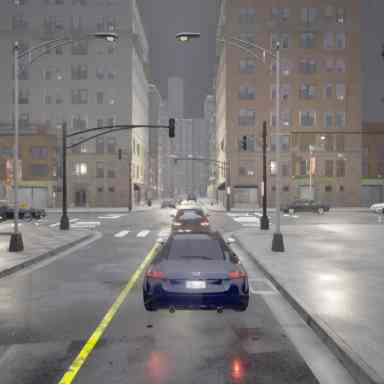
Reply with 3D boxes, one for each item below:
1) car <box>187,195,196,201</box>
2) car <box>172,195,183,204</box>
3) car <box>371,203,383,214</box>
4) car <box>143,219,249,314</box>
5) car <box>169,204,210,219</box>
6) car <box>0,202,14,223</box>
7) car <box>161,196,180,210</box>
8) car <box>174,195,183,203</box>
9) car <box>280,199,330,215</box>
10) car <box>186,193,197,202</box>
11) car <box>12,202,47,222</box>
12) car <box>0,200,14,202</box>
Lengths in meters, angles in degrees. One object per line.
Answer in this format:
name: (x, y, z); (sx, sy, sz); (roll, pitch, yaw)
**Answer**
car: (-0.103, 1.584, 86.624); (2.128, 1.511, 4.902); (0, 0, 0)
car: (-3.098, 1.384, 59.414); (2.097, 1.767, 4.553); (0, 0, 0)
car: (20.423, 1.438, 33.289); (4.674, 1.442, 1.812); (0, 0, -1)
car: (0.084, 1.564, 7.725); (1.994, 1.385, 4.181); (0, 0, 0)
car: (-0.085, 1.525, 16.469); (1.812, 1.442, 4.674); (0, 0, -1)
car: (-15.221, 1.616, 23.124); (4.181, 1.385, 1.994); (0, 0, 0)
car: (-3.081, 1.564, 44.561); (2.033, 1.411, 5.357); (0, 0, 0)
car: (-3.066, 1.547, 74.418); (1.837, 1.490, 4.892); (0, 0, 0)
car: (11.161, 1.450, 33.236); (4.892, 1.490, 1.837); (0, 0, 0)
car: (-0.070, 1.275, 76.236); (2.150, 2.045, 5.566); (0, 0, 0)
car: (-14.150, 1.648, 26.379); (4.718, 1.301, 1.895); (0, 0, 0)
car: (-19.033, 1.544, 32.953); (5.008, 1.535, 1.882); (0, 0, 1)
